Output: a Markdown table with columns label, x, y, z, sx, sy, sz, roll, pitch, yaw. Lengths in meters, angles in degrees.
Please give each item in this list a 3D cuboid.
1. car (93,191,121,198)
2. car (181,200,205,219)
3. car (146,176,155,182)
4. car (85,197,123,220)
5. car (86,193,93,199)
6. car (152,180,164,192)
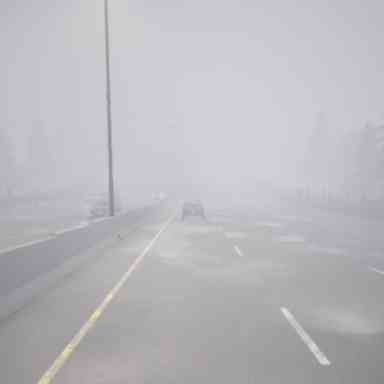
| label | x | y | z | sx | sy | sz | roll | pitch | yaw |
| --- | --- | --- | --- | --- | --- | --- | --- | --- | --- |
| car | -10.565 | 0.994 | 42.833 | 2.150 | 2.045 | 5.566 | 0 | 2 | 0 |
| car | 0.100 | 1.418 | 28.189 | 2.128 | 1.511 | 4.902 | 0 | 0 | 0 |
| car | -10.416 | -3.190 | 84.145 | 2.097 | 1.767 | 4.553 | 0 | 7 | 0 |
| car | -7.084 | 1.436 | 27.778 | 1.837 | 1.490 | 4.892 | 0 | 0 | 0 |
| car | -14.052 | 0.872 | 48.711 | 2.097 | 1.767 | 4.553 | 0 | 3 | 0 |
| car | -6.996 | -0.976 | 68.711 | 2.097 | 1.767 | 4.553 | 0 | 7 | 0 |
